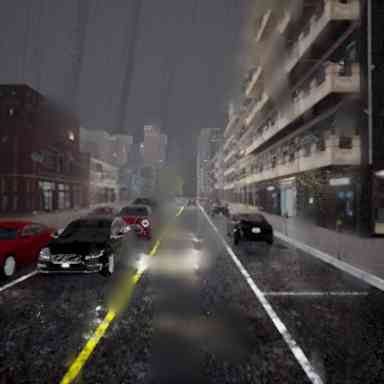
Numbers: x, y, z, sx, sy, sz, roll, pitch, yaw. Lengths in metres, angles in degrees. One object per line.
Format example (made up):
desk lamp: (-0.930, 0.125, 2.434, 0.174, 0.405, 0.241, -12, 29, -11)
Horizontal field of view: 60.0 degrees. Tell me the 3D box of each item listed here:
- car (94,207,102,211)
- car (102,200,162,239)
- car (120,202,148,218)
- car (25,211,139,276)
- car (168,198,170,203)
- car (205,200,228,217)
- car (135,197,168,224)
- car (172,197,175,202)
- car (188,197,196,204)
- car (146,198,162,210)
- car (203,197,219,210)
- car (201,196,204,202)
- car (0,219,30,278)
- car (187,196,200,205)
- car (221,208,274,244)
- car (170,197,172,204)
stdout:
car: (-5.687, 1.672, 21.742, 1.887, 1.381, 4.507, 0, 0, 0)
car: (-3.001, 1.496, 17.727, 2.097, 1.767, 4.553, 0, 0, 0)
car: (-5.688, 1.750, 33.134, 2.008, 1.369, 4.403, 0, 0, 0)
car: (-3.097, 1.566, 10.591, 1.837, 1.490, 4.892, 0, -1, 0)
car: (-5.691, 1.961, 61.616, 1.947, 1.339, 4.313, 0, 0, 0)
car: (2.692, 1.750, 33.130, 2.008, 1.369, 4.403, 0, 0, 0)
car: (-3.093, 1.356, 23.034, 2.150, 2.045, 5.566, 0, 0, 0)
car: (-5.693, 2.089, 78.706, 1.947, 1.339, 4.313, 0, 0, 0)
car: (-0.006, 1.955, 78.726, 2.033, 1.411, 5.357, 0, 0, 0)
car: (-5.689, 1.755, 50.224, 1.967, 1.590, 4.097, 0, 0, 0)
car: (2.693, 1.677, 38.828, 1.967, 1.590, 4.097, 0, 0, 0)
car: (2.693, 1.590, 44.526, 2.192, 1.841, 5.009, 0, 0, 0)
car: (-5.686, 1.604, 10.348, 1.887, 1.381, 4.507, 0, 0, 0)
car: (-0.005, 1.982, 68.302, 2.033, 1.411, 5.357, 0, 0, 0)
car: (2.694, 1.658, 16.040, 1.947, 1.339, 4.313, 0, 0, 0)
car: (-5.692, 2.018, 67.312, 1.802, 1.307, 4.206, 0, 0, 0)
